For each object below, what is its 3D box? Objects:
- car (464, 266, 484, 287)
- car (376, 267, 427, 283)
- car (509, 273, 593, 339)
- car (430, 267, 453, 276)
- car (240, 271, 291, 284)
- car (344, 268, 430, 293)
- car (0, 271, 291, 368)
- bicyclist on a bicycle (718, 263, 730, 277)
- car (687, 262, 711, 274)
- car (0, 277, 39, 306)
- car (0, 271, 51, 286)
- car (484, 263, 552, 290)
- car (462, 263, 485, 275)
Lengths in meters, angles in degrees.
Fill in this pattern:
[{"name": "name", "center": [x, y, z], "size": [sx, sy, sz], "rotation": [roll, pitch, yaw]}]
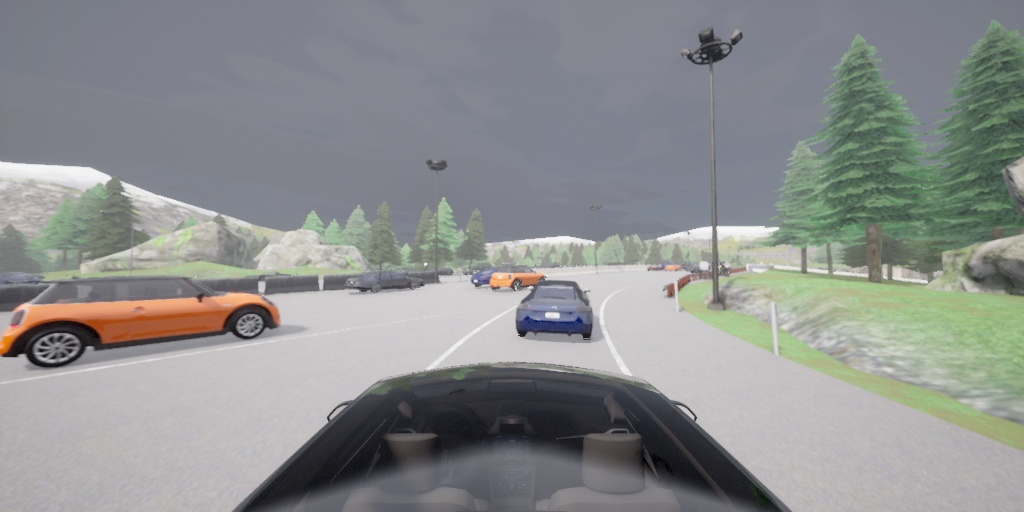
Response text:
[{"name": "car", "center": [-1.286, 1.729, 28.612], "size": [1.812, 1.442, 4.674], "rotation": [-2, -2, 38]}, {"name": "car", "center": [-11.723, 2.025, 38.300], "size": [1.882, 1.535, 5.008], "rotation": [-2, -2, 38]}, {"name": "car", "center": [1.353, 1.400, 10.613], "size": [1.994, 1.385, 4.181], "rotation": [1, 0, 11]}, {"name": "car", "center": [-11.383, 2.415, 55.663], "size": [2.128, 1.511, 4.902], "rotation": [-2, -2, 40]}, {"name": "car", "center": [-28.311, 2.407, 41.420], "size": [4.718, 1.301, 1.895], "rotation": [0, -2, -28]}, {"name": "car", "center": [-8.704, 1.761, 24.898], "size": [2.033, 1.411, 5.357], "rotation": [-2, -2, 38]}, {"name": "car", "center": [-8.267, 1.231, 8.581], "size": [2.097, 1.767, 4.553], "rotation": [-2, -1, 38]}, {"name": "bicyclist on a bicycle", "center": [24.791, 1.685, 42.398], "size": [1.656, 1.620, 0.582], "rotation": [0, 0, 32]}, {"name": "car", "center": [29.244, 2.075, 55.752], "size": [1.895, 1.301, 4.718], "rotation": [-2, -2, 39]}, {"name": "car", "center": [-27.992, 1.853, 17.819], "size": [2.033, 1.411, 5.357], "rotation": [-2, -1, 38]}, {"name": "car", "center": [-50.268, 2.307, 35.974], "size": [5.357, 1.411, 2.033], "rotation": [-1, -2, 0]}, {"name": "car", "center": [0.537, 1.460, 25.288], "size": [2.097, 1.767, 4.553], "rotation": [-2, -2, 38]}, {"name": "car", "center": [-5.514, 2.119, 57.359], "size": [2.150, 2.045, 5.566], "rotation": [-2, -2, 39]}]
